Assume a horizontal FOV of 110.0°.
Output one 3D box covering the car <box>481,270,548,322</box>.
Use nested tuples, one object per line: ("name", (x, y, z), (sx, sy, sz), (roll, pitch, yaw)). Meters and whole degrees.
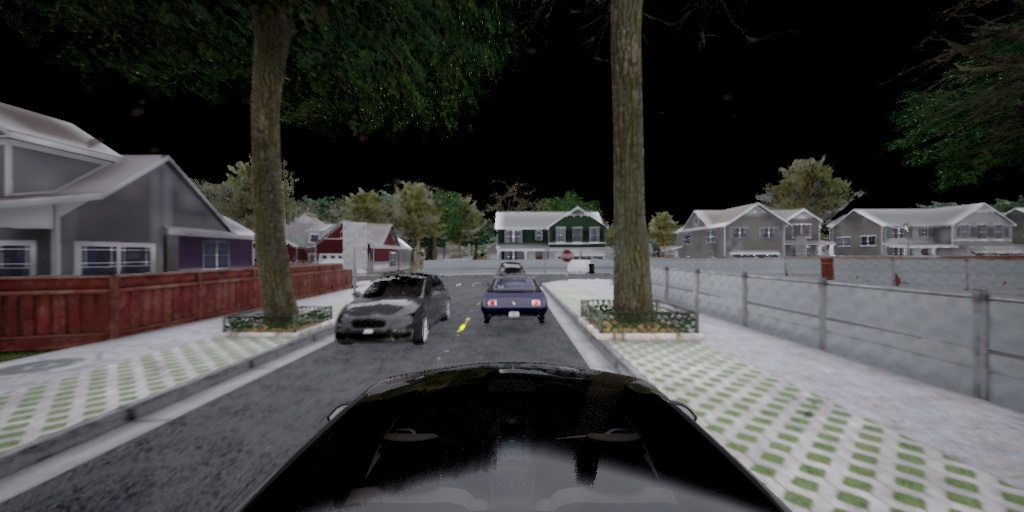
("car", (0.076, 1.316, 12.115), (1.895, 1.301, 4.718), (0, 0, 0))

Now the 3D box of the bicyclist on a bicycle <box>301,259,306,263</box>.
("bicyclist on a bicycle", (-20.014, 1.088, 34.480), (0.582, 1.620, 1.656), (0, 1, 1))

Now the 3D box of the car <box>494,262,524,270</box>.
("car", (-0.157, 1.172, 25.443), (1.837, 1.490, 4.892), (0, 1, -5))

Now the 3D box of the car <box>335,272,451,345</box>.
("car", (-2.834, 1.228, 9.513), (1.837, 1.490, 4.892), (0, 0, 0))
